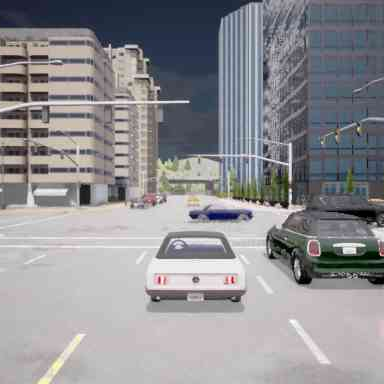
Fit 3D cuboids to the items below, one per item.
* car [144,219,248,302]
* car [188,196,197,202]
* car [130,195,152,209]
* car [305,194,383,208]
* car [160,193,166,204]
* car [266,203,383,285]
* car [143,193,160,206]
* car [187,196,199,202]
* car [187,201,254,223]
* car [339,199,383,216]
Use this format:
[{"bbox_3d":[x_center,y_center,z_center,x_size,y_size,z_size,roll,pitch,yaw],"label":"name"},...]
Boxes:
[{"bbox_3d":[0.085,1.601,8.201,1.895,1.301,4.718,0,0,0],"label":"car"},{"bbox_3d":[0.093,1.540,76.514,2.033,1.411,5.357,0,0,0],"label":"car"},{"bbox_3d":[-7.044,1.491,44.637,2.128,1.511,4.902,0,0,0],"label":"car"},{"bbox_3d":[9.757,1.165,20.911,5.566,2.045,2.150,0,0,0],"label":"car"},{"bbox_3d":[-6.961,1.221,64.685,2.150,2.045,5.566,0,0,2],"label":"car"},{"bbox_3d":[3.593,1.352,9.691,2.097,1.767,4.553,0,0,0],"label":"car"},{"bbox_3d":[-7.025,1.222,54.209,2.150,2.045,5.566,0,0,0],"label":"car"},{"bbox_3d":[0.161,1.477,53.983,1.882,1.535,5.008,0,0,0],"label":"car"},{"bbox_3d":[2.107,1.562,24.462,4.718,1.301,1.895,0,0,0],"label":"car"},{"bbox_3d":[16.856,1.422,31.570,5.008,1.535,1.882,0,0,1],"label":"car"}]
